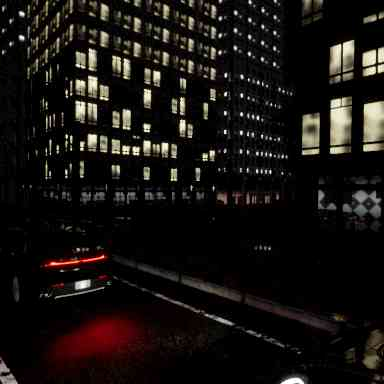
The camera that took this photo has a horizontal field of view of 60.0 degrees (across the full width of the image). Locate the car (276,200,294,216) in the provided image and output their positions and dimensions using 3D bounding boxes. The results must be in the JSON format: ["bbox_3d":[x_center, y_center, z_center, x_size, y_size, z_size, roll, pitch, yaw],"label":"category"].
[{"bbox_3d":[10.320,1.936,37.450,4.206,1.307,1.802,1,0,-40],"label":"car"}]

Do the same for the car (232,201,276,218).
[{"bbox_3d":[6.149,1.832,33.911,4.829,1.417,1.752,1,0,-40],"label":"car"}]

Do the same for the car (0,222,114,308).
[{"bbox_3d":[-3.660,1.501,8.107,1.837,1.490,4.892,0,0,-41],"label":"car"}]

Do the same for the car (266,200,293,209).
[{"bbox_3d":[13.493,1.881,51.130,4.313,1.339,1.947,1,0,-40],"label":"car"}]

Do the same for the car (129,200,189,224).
[{"bbox_3d":[-2.581,1.523,26.504,5.009,1.841,2.192,1,0,-40],"label":"car"}]

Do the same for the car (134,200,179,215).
[{"bbox_3d":[-3.835,1.647,36.431,4.829,1.417,1.752,1,0,-40],"label":"car"}]

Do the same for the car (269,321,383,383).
[{"bbox_3d":[2.431,1.352,1.322,2.097,1.767,4.553,0,0,-41],"label":"car"}]
